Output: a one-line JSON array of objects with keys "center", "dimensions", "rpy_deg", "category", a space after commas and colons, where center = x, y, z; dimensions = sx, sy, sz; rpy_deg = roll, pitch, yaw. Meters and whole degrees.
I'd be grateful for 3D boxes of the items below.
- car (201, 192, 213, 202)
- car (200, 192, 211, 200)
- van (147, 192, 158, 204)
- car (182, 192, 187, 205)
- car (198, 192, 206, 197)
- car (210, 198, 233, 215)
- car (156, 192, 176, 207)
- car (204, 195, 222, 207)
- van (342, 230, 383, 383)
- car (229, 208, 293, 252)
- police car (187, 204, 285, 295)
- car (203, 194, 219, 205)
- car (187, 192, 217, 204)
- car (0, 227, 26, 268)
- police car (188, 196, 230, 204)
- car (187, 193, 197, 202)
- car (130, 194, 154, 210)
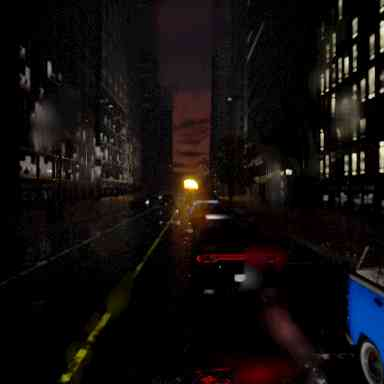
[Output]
[{"center": [2.662, 0.852, 59.452], "dimensions": [1.967, 1.590, 4.097], "rpy_deg": [0, 1, 0], "category": "car"}, {"center": [2.659, 0.789, 65.144], "dimensions": [1.967, 1.590, 4.097], "rpy_deg": [0, 1, 0], "category": "car"}, {"center": [-5.713, 0.877, 48.067], "dimensions": [1.690, 1.788, 3.998], "rpy_deg": [0, 1, 0], "category": "van"}, {"center": [-0.008, 1.081, 46.161], "dimensions": [1.812, 1.442, 4.674], "rpy_deg": [0, 1, 1], "category": "car"}, {"center": [2.649, 0.637, 87.914], "dimensions": [1.887, 1.381, 4.507], "rpy_deg": [0, 1, 0], "category": "car"}, {"center": [2.675, 1.289, 30.993], "dimensions": [1.802, 1.307, 4.206], "rpy_deg": [0, 1, 0], "category": "car"}, {"center": [-3.116, 1.096, 42.759], "dimensions": [1.837, 1.490, 4.892], "rpy_deg": [0, 0, 0], "category": "car"}, {"center": [2.670, 1.146, 42.377], "dimensions": [2.008, 1.369, 4.403], "rpy_deg": [0, 1, 0], "category": "car"}, {"center": [2.689, 1.316, 2.530], "dimensions": [1.690, 1.788, 3.998], "rpy_deg": [0, 1, 0], "category": "van"}, {"center": [2.684, 1.450, 13.916], "dimensions": [1.802, 1.307, 4.206], "rpy_deg": [0, 1, 0], "category": "car"}, {"center": [0.896, 1.343, 8.659], "dimensions": [1.930, 1.638, 5.238], "rpy_deg": [0, 1, 0], "category": "police car"}, {"center": [2.667, 1.086, 48.069], "dimensions": [2.008, 1.369, 4.403], "rpy_deg": [0, 1, 0], "category": "car"}, {"center": [0.888, 0.993, 24.576], "dimensions": [2.150, 2.045, 5.566], "rpy_deg": [0, 1, 0], "category": "car"}, {"center": [-5.695, 1.503, 8.223], "dimensions": [1.802, 1.307, 4.206], "rpy_deg": [0, 1, 0], "category": "car"}, {"center": [0.890, 1.249, 18.658], "dimensions": [1.930, 1.638, 5.238], "rpy_deg": [0, 1, 0], "category": "police car"}, {"center": [-0.030, 0.909, 60.121], "dimensions": [1.837, 1.490, 4.892], "rpy_deg": [0, 1, 0], "category": "car"}, {"center": [-5.708, 1.203, 36.684], "dimensions": [2.008, 1.369, 4.403], "rpy_deg": [0, 1, 0], "category": "car"}]
